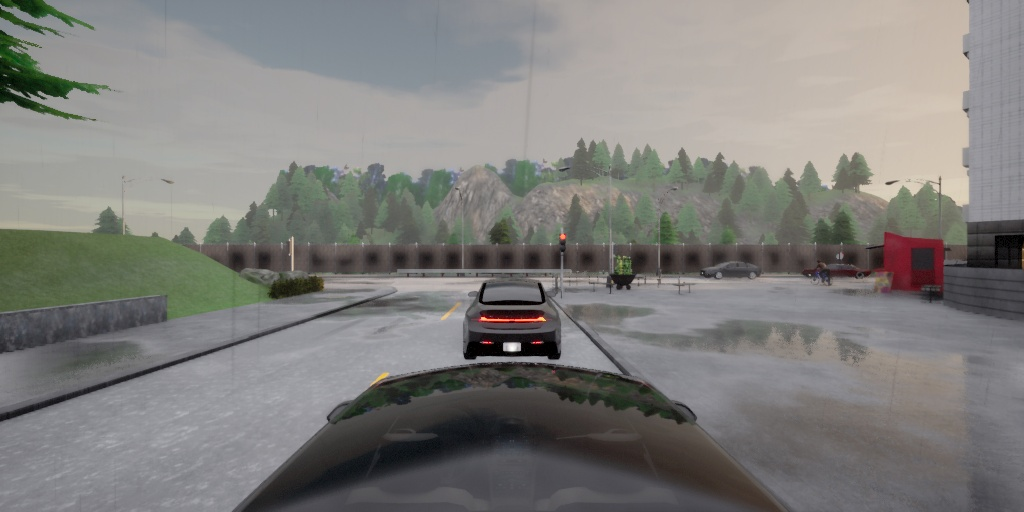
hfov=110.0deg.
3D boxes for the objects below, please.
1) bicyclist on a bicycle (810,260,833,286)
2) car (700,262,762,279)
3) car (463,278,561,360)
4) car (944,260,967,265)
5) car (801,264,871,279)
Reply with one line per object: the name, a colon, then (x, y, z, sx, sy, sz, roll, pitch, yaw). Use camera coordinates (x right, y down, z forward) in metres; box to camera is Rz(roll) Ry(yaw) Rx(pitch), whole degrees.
bicyclist on a bicycle: (19.811, 1.099, 22.970, 0.582, 1.620, 1.656, 0, 0, -1)
car: (19.055, 1.255, 31.363, 4.892, 1.490, 1.837, 0, 0, -1)
car: (0.001, 1.255, 8.341, 1.837, 1.490, 4.892, 0, 0, 0)
car: (38.601, 1.102, 31.513, 4.553, 1.767, 2.097, 0, 0, 0)
car: (28.311, 1.351, 31.440, 4.718, 1.301, 1.895, 0, 0, 0)
